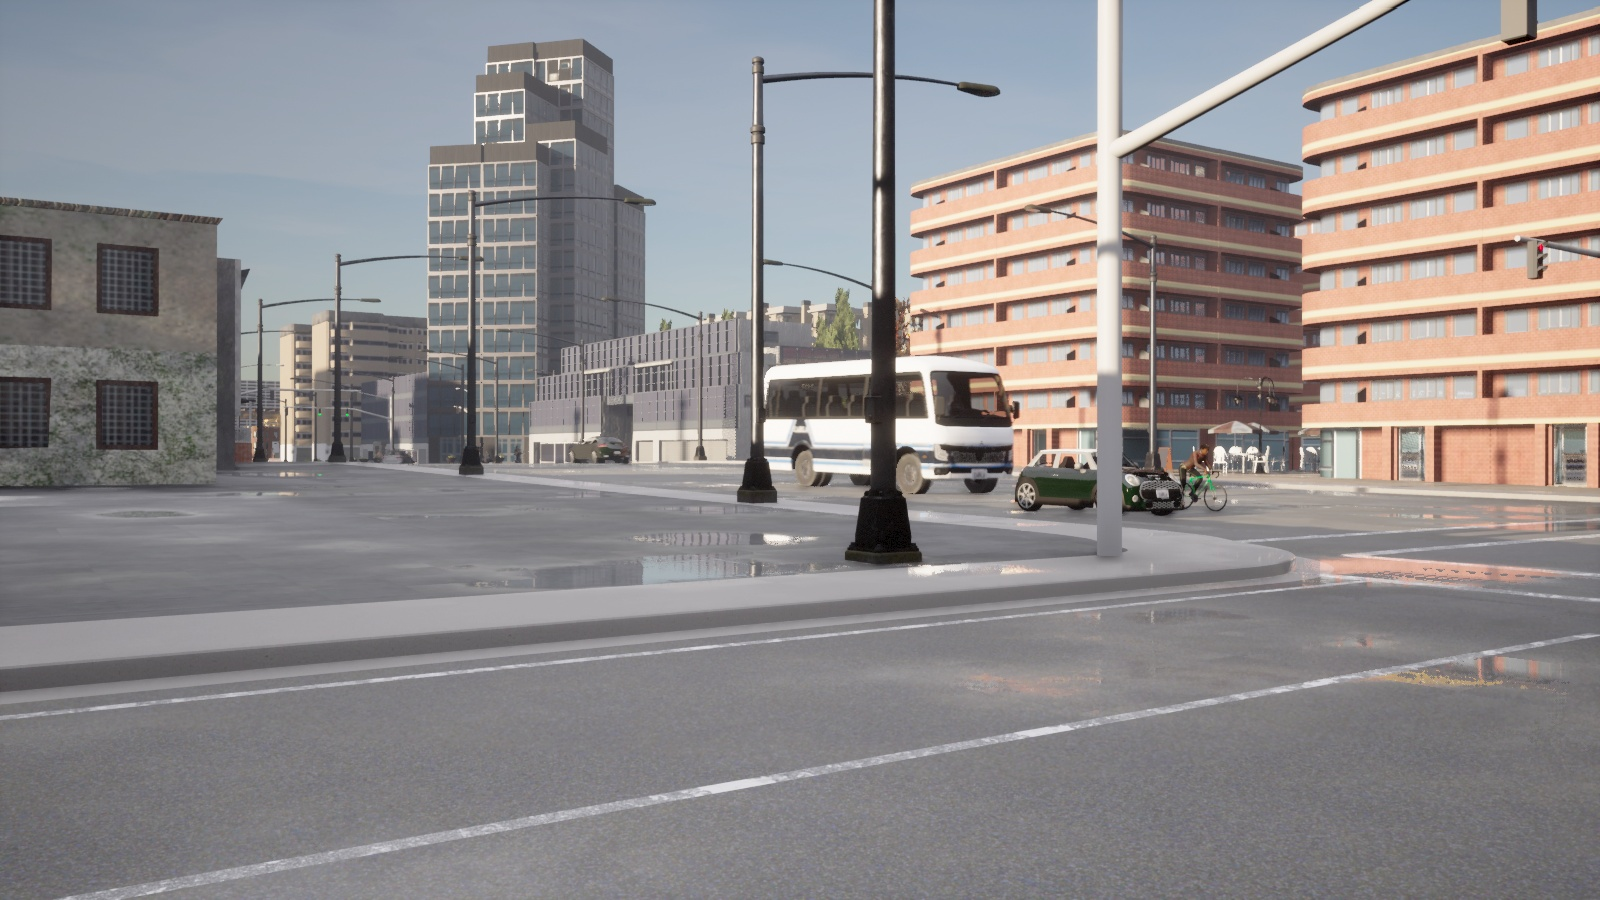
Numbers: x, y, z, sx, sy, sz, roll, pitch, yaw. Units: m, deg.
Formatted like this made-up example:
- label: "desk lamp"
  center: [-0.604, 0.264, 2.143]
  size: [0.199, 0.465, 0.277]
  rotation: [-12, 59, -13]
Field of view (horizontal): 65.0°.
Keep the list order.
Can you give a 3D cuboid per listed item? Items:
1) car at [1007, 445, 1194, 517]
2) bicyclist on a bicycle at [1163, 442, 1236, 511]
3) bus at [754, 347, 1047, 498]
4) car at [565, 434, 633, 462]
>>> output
- label: "car"
  center: [6.768, 0.646, 28.573]
  size: [1.970, 1.475, 3.806]
  rotation: [0, 1, -33]
- label: "bicyclist on a bicycle"
  center: [9.688, 0.629, 30.501]
  size: [0.582, 1.620, 1.656]
  rotation: [0, 1, -34]
- label: "bus"
  center: [2.886, -0.840, 40.702]
  size: [3.944, 4.253, 10.273]
  rotation: [0, 1, -34]
- label: "car"
  center: [-12.160, -0.094, 75.884]
  size: [2.152, 1.651, 5.027]
  rotation: [0, 0, -34]
